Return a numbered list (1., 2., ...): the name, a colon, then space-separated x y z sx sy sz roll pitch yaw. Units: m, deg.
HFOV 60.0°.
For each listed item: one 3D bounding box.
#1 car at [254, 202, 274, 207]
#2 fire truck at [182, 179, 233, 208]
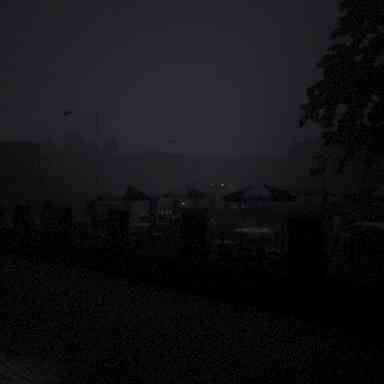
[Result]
1. car: 10.980 1.510 49.495 5.357 1.411 2.033 0 0 -2
2. fire truck: 2.209 0.291 44.247 2.891 3.827 8.468 0 0 35
